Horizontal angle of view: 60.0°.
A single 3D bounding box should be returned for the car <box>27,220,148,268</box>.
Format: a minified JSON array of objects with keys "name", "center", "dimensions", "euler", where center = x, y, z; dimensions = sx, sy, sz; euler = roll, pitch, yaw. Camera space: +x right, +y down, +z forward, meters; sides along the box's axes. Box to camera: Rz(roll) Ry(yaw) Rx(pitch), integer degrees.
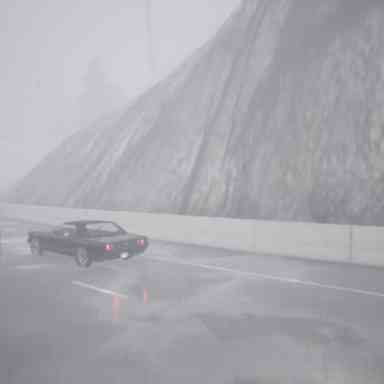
[{"name":"car","center":[-3.764,1.618,11.443],"dimensions":[4.718,1.301,1.895],"euler":[0,0,39]}]
